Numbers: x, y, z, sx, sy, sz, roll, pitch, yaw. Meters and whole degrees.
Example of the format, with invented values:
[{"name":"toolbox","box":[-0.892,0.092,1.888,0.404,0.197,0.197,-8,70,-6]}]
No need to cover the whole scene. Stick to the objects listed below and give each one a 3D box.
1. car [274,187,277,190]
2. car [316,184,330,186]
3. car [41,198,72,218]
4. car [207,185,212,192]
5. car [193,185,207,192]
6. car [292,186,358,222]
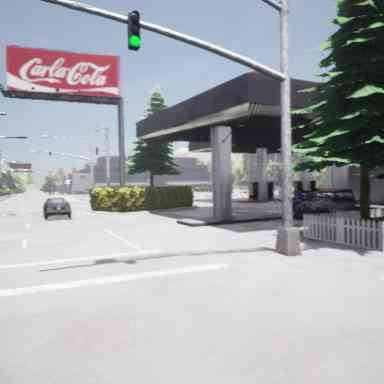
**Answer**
[{"name":"car","box":[21.345,-1.106,90.323,1.970,1.475,3.806,-2,1,-26]},{"name":"car","box":[29.314,-0.955,73.444,2.152,1.636,5.027,-2,1,-26]},{"name":"car","box":[-10.211,1.130,25.038,2.033,1.411,5.357,-1,2,-26]},{"name":"car","box":[4.005,-0.991,90.358,1.932,1.855,4.605,-2,1,-26]},{"name":"car","box":[1.567,-0.917,88.726,1.905,1.878,3.866,-2,1,-26]},{"name":"car","box":[8.044,0.761,19.805,3.866,1.878,1.905,-2,1,-26]}]
